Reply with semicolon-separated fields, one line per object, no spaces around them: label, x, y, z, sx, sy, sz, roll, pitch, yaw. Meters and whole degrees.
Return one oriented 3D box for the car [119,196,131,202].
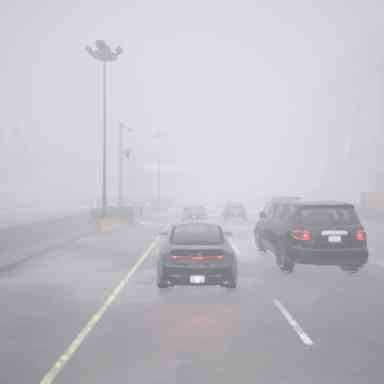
car;-17.160;1.801;85.383;2.033;1.411;5.357;0;0;1

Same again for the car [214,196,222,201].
car;7.433;1.732;94.730;1.994;1.385;4.181;0;1;1

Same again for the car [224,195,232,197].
car;10.929;1.708;94.278;1.812;1.442;4.674;0;1;1

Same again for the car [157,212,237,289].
car;0.117;1.555;9.292;1.837;1.490;4.892;0;0;0

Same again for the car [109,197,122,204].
car;-17.263;1.861;75.025;1.994;1.385;4.181;0;0;1

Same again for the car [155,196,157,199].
car;-10.155;1.735;85.919;1.882;1.535;5.008;0;0;1

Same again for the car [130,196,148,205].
car;-10.357;1.826;65.086;1.812;1.442;4.674;0;0;0

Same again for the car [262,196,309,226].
car;7.156;1.358;26.103;2.150;2.045;5.566;0;0;0

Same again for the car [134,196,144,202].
car;-13.657;1.758;85.758;1.837;1.490;4.892;0;0;1

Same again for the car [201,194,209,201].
car;3.935;1.681;94.962;1.837;1.490;4.892;0;1;1

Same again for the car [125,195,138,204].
car;-13.759;1.662;75.361;2.097;1.767;4.553;0;0;1

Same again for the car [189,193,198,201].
car;0.426;1.409;93.993;2.150;2.045;5.566;0;1;1

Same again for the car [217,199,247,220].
car;3.661;1.650;29.709;2.128;1.511;4.902;0;0;0

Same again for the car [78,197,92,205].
car;-20.854;1.778;65.421;1.882;1.535;5.008;0;0;0

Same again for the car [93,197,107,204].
car;-20.761;1.860;75.280;1.994;1.385;4.181;0;0;1

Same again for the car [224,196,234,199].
car;7.309;1.899;59.358;1.895;1.301;4.718;0;0;-1

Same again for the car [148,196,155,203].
car;-10.258;1.784;75.488;1.882;1.535;5.008;0;0;1

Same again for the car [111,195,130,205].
car;-13.857;1.864;65.110;1.994;1.385;4.181;0;0;0

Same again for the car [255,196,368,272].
car;3.619;1.283;11.117;2.150;2.045;5.566;0;0;0

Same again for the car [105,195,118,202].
car;-20.659;1.616;85.578;2.097;1.767;4.553;0;0;1

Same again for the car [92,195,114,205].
car;-17.357;1.652;65.165;2.097;1.767;4.553;0;0;0

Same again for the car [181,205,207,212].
car;0.148;1.675;24.119;2.033;1.411;5.357;0;0;0

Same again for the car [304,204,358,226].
car;10.654;1.685;26.006;2.033;1.411;5.357;0;0;0
